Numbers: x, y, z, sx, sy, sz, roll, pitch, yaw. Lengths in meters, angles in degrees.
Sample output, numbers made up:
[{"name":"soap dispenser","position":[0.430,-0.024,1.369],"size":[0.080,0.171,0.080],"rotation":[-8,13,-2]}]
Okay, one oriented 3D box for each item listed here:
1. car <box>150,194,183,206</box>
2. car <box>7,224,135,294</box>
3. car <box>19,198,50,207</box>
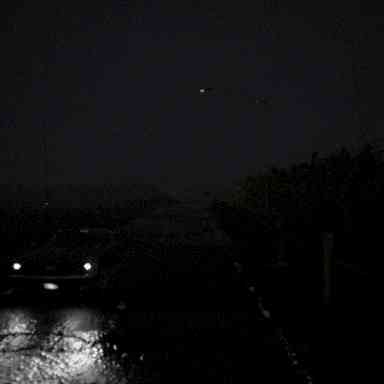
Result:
[{"name":"car","position":[-4.255,1.266,54.767],"size":[5.566,2.045,2.150],"rotation":[-1,0,0]},{"name":"car","position":[-2.846,1.599,8.919],"size":[1.895,1.301,4.718],"rotation":[0,0,0]},{"name":"car","position":[-25.894,1.748,54.808],"size":[4.892,1.490,1.837],"rotation":[2,0,0]}]
